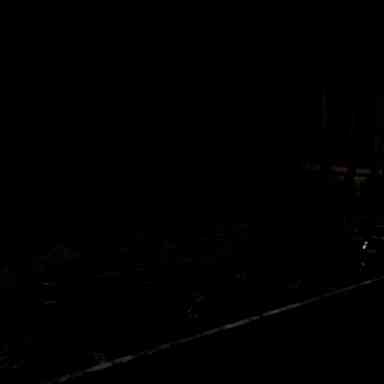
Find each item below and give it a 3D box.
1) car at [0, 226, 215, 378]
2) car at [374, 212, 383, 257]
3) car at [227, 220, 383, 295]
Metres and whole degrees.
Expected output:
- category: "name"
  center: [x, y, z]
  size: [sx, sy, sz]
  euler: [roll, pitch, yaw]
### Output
- category: "car"
  center: [-1.670, 1.435, 5.454]
  size: [4.097, 1.590, 1.967]
  euler: [0, 0, -36]
- category: "car"
  center: [7.447, 1.403, 11.965]
  size: [4.097, 1.590, 1.967]
  euler: [0, 0, -36]
- category: "car"
  center: [2.889, 1.545, 8.710]
  size: [4.313, 1.339, 1.947]
  euler: [0, 0, -36]
